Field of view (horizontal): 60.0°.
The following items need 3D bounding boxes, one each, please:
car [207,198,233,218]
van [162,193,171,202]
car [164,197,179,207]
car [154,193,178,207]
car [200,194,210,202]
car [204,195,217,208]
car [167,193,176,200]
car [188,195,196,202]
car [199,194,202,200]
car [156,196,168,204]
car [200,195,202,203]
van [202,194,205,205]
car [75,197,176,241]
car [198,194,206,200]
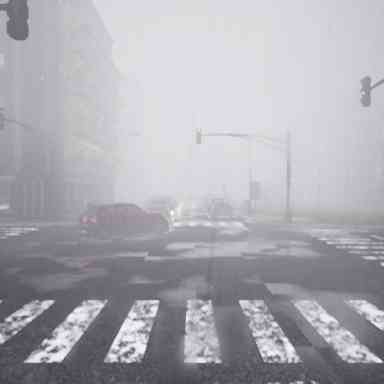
[{"bbox_3d":[2.641,1.502,30.050,1.887,1.381,4.507,-1,0,0],"label":"car"},{"bbox_3d":[-5.718,1.193,75.184,1.690,1.788,3.998,-1,0,0],"label":"van"},{"bbox_3d":[-3.088,1.479,50.556,1.994,1.385,4.181,0,0,0],"label":"car"},{"bbox_3d":[-3.098,1.288,40.591,2.097,1.767,4.553,0,0,0],"label":"car"},{"bbox_3d":[2.638,1.308,69.571,1.967,1.590,4.097,-1,0,0],"label":"car"},{"bbox_3d":[2.638,1.386,35.696,1.967,1.590,4.097,-1,0,0],"label":"car"},{"bbox_3d":[-5.722,1.113,92.122,2.192,1.841,5.009,-1,0,0],"label":"car"},{"bbox_3d":[0.005,1.364,71.154,1.837,1.490,4.892,0,0,0],"label":"car"},{"bbox_3d":[2.633,1.323,63.924,1.967,1.590,4.097,-1,0,0],"label":"car"},{"bbox_3d":[-5.714,1.428,63.890,1.887,1.381,4.507,-1,0,0],"label":"car"},{"bbox_3d":[2.636,1.456,52.634,1.887,1.381,4.507,-1,0,0],"label":"car"},{"bbox_3d":[2.635,1.264,46.987,1.690,1.788,3.998,-1,0,0],"label":"van"},{"bbox_3d":[-3.386,1.332,16.841,4.553,1.767,2.097,0,0,-40],"label":"car"},{"bbox_3d":[2.665,1.256,86.508,1.967,1.590,4.097,-1,0,0],"label":"car"}]
